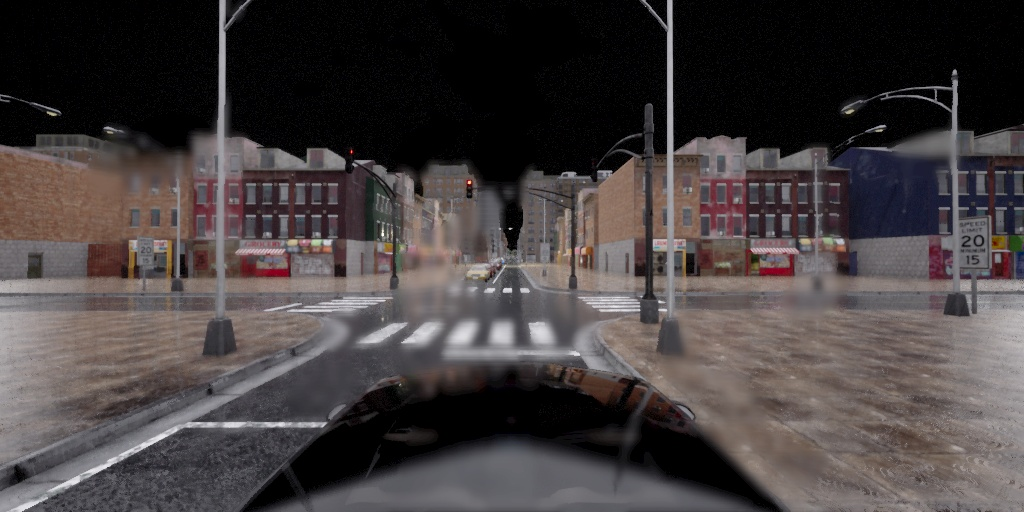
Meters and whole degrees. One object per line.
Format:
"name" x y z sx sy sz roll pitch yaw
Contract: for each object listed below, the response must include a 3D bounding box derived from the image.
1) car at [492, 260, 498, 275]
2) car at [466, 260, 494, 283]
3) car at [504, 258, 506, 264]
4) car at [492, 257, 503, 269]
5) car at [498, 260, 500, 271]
"car" -2.658 1.320 34.432 1.888 1.381 4.507 0 0 0
"car" -2.654 1.292 28.657 1.751 1.417 4.829 0 0 0
"car" -2.676 1.154 62.458 2.192 1.841 5.009 0 0 0
"car" -2.669 1.249 51.247 1.967 1.591 4.097 0 0 0
"car" -2.661 1.367 40.037 1.802 1.307 4.207 0 0 0
